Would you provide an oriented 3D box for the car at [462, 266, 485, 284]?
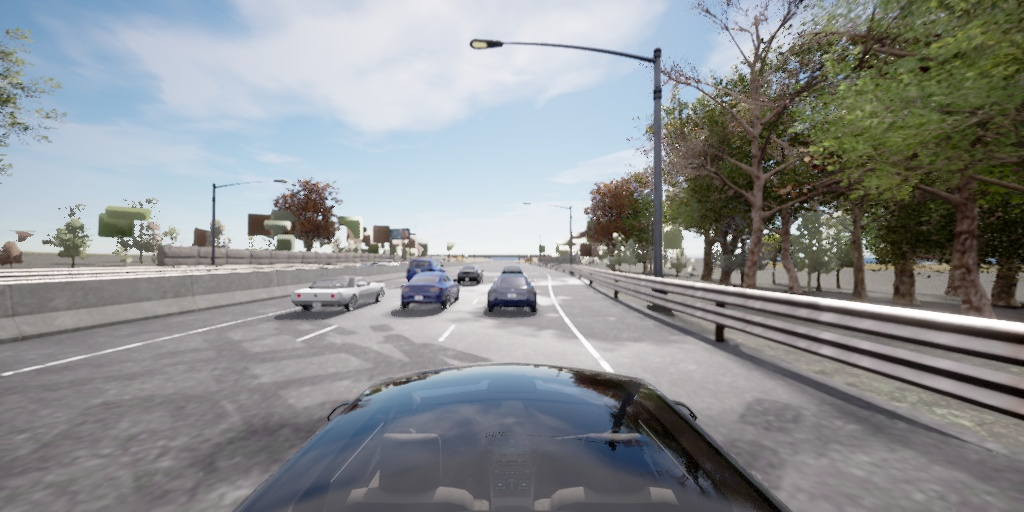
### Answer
[{"bbox_3d":[-3.479,1.570,30.354,1.837,1.490,4.892,0,0,1],"label":"car"}]

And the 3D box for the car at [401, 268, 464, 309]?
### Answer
[{"bbox_3d":[-3.474,1.425,15.744,1.812,1.442,4.674,0,0,1],"label":"car"}]

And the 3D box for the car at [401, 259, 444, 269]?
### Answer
[{"bbox_3d":[-6.992,1.277,29.437,2.150,2.045,5.566,0,0,0],"label":"car"}]

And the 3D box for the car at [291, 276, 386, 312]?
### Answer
[{"bbox_3d":[-6.982,1.494,15.099,1.895,1.301,4.718,0,-1,0],"label":"car"}]

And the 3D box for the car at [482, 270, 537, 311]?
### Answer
[{"bbox_3d":[0.022,1.460,15.353,1.994,1.385,4.181,0,-1,1],"label":"car"}]

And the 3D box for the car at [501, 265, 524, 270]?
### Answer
[{"bbox_3d":[0.028,1.548,31.082,1.882,1.535,5.008,0,0,1],"label":"car"}]
